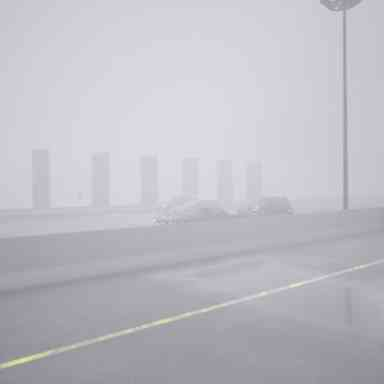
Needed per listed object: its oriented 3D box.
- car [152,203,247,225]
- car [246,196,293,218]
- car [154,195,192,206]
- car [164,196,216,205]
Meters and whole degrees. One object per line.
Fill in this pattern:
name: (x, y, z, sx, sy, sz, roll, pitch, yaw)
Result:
car: (0.335, 1.463, 17.109, 4.718, 1.301, 1.895, -1, 1, -35)
car: (5.571, 1.094, 25.214, 4.553, 1.767, 2.097, -1, 1, -36)
car: (-1.189, 1.135, 28.958, 4.553, 1.767, 2.097, -1, 1, -36)
car: (0.466, 1.317, 25.833, 4.674, 1.442, 1.812, -1, 0, -36)
